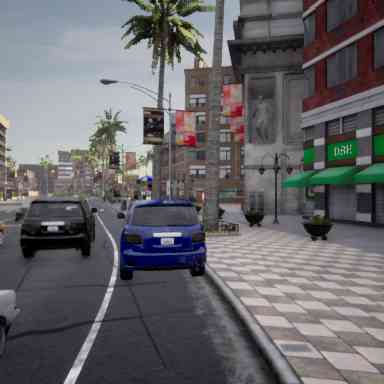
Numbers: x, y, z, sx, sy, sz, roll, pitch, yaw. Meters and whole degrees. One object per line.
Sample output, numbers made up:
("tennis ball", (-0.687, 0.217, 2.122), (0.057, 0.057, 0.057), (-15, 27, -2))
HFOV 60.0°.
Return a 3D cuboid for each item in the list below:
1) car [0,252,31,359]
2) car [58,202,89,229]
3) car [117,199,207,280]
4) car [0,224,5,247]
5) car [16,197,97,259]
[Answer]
("car", (-3.306, 1.598, 2.620), (1.895, 1.301, 4.718), (0, 0, -3))
("car", (-8.071, 1.519, 22.972), (1.812, 1.442, 4.674), (0, 0, -18))
("car", (-1.082, 1.219, 10.223), (2.150, 2.045, 5.566), (0, 0, -11))
("car", (-8.226, 1.471, 11.726), (1.882, 1.535, 5.008), (0, -1, -14))
("car", (-4.966, 1.218, 12.921), (2.150, 2.045, 5.566), (0, 0, -14))
